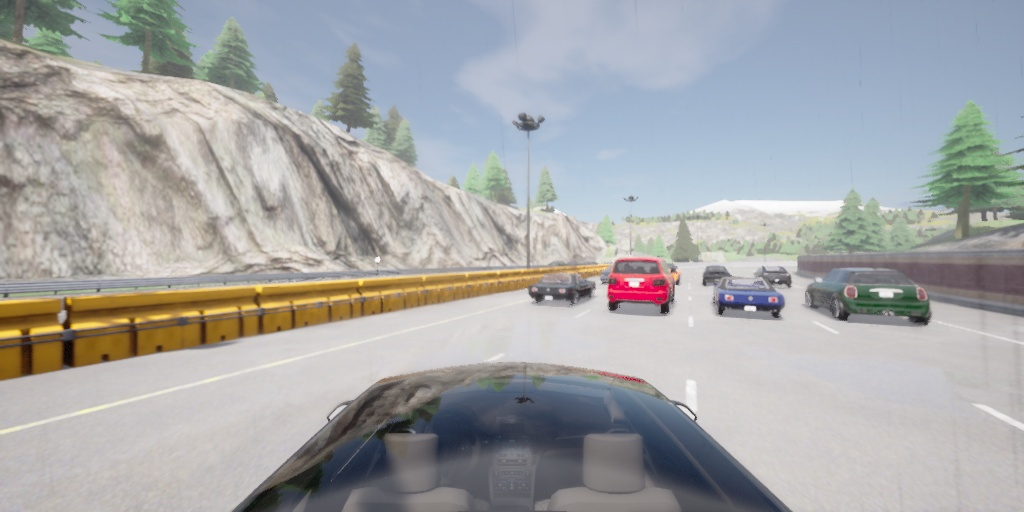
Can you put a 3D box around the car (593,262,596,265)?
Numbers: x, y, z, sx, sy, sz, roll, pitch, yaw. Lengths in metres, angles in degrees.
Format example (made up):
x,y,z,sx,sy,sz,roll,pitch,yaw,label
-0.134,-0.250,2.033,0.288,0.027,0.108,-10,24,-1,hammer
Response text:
x,y,z,sx,sy,sz,roll,pitch,yaw,label
16.127,1.752,61.420,1.812,1.442,4.674,0,-1,38,car

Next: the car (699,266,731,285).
x,y,z,sx,sy,sz,roll,pitch,yaw,label
15.754,1.472,27.755,1.837,1.490,4.892,0,0,27,car

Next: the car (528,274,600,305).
x,y,z,sx,sy,sz,roll,pitch,yaw,label
2.528,1.470,16.824,1.895,1.301,4.718,0,0,27,car

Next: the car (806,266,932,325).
x,y,z,sx,sy,sz,roll,pitch,yaw,label
12.188,1.197,12.660,2.097,1.767,4.553,0,-1,27,car

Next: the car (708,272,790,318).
x,y,z,sx,sy,sz,roll,pitch,yaw,label
8.809,1.452,13.735,1.895,1.301,4.718,0,0,27,car

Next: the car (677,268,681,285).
x,y,z,sx,sy,sz,roll,pitch,yaw,label
12.560,1.325,29.188,2.097,1.767,4.553,0,-1,27,car

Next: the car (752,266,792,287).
x,y,z,sx,sy,sz,roll,pitch,yaw,label
18.878,1.448,26.177,2.128,1.511,4.902,0,0,27,car

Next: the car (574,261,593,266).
x,y,z,sx,sy,sz,roll,pitch,yaw,label
13.546,1.747,63.820,1.837,1.490,4.892,-1,-1,38,car

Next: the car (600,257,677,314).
x,y,z,sx,sy,sz,roll,pitch,yaw,label
5.436,1.079,14.821,2.150,2.045,5.566,0,0,27,car
